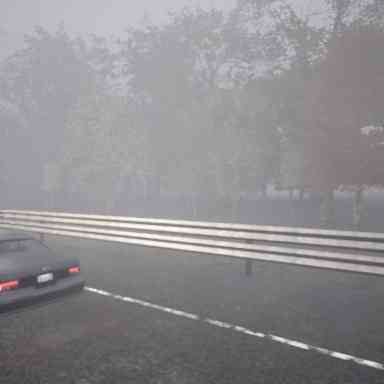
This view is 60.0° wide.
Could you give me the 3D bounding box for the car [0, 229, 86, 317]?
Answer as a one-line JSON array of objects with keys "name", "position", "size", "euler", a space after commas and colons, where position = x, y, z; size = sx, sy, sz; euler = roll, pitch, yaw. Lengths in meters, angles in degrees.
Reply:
[{"name": "car", "position": [-4.616, 1.548, 7.269], "size": [5.357, 1.411, 2.033], "euler": [0, 0, 35]}]
